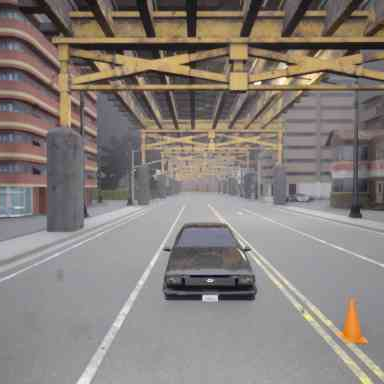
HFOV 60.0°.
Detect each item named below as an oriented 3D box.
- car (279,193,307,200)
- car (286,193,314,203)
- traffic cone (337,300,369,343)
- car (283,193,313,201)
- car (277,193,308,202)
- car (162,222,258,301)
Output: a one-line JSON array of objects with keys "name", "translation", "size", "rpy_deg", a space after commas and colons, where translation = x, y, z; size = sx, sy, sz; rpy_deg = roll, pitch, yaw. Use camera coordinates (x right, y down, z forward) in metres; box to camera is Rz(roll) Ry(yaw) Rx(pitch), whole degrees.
[{"name": "car", "translation": [17.878, 0.794, 58.946], "size": [4.536, 1.218, 1.853], "rpy_deg": [0, 1, 25]}, {"name": "car", "translation": [17.481, 0.999, 54.813], "size": [4.974, 1.542, 2.038], "rpy_deg": [0, 1, -20]}, {"name": "traffic cone", "translation": [2.455, 1.949, 5.097], "size": [0.340, 0.580, 0.340], "rpy_deg": [0, 0, 0]}, {"name": "car", "translation": [17.530, 0.842, 54.829], "size": [4.536, 1.218, 1.853], "rpy_deg": [0, 1, -20]}, {"name": "car", "translation": [17.830, 0.951, 58.970], "size": [4.974, 1.542, 2.038], "rpy_deg": [0, 1, 25]}, {"name": "car", "translation": [0.364, 1.532, 8.705], "size": [2.033, 1.411, 5.357], "rpy_deg": [0, 0, 1]}]
